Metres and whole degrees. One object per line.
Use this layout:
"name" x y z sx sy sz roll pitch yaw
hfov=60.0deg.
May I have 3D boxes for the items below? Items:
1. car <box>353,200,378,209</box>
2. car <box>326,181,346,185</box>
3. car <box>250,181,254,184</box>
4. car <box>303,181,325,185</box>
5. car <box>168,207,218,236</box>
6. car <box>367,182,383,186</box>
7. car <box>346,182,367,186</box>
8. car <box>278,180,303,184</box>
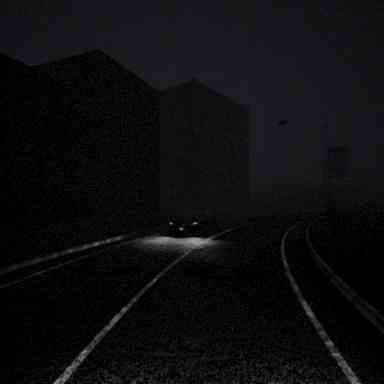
"car" 26.982 1.905 51.863 4.181 1.385 1.994 0 -4 -31
"car" 33.876 -1.815 80.611 4.674 1.452 2.002 1 -5 -9
"car" 12.106 -2.256 77.398 4.553 1.767 2.185 1 -5 -8
"car" 28.401 -1.950 79.722 4.892 1.521 2.231 1 -5 -8
"car" 0.225 1.654 19.525 1.812 1.442 4.674 -1 -1 20
"car" 44.739 -1.749 82.754 4.553 1.767 2.185 1 -5 -12
"car" 39.330 -1.744 81.624 5.008 1.535 2.097 1 -5 -10
"car" 22.938 -2.020 78.934 4.892 1.521 2.231 1 -5 -8
